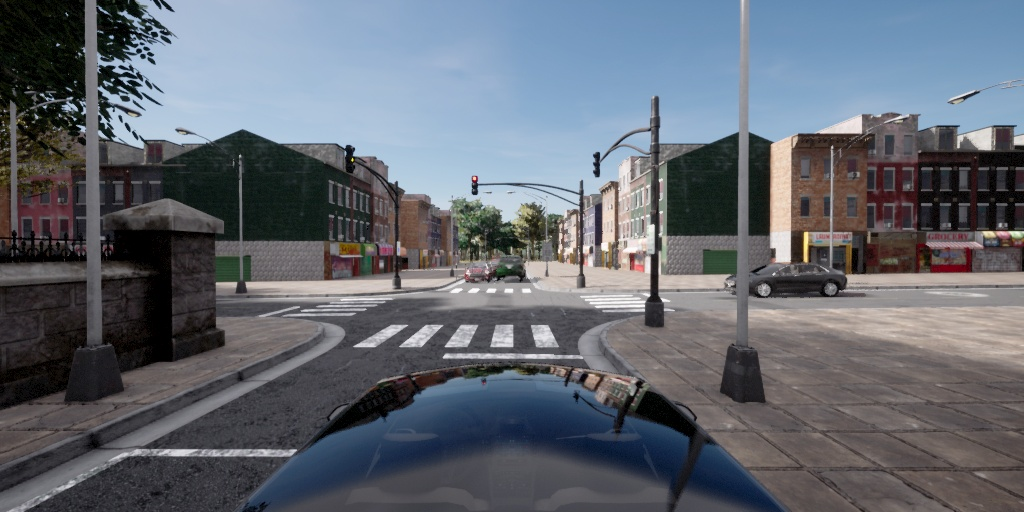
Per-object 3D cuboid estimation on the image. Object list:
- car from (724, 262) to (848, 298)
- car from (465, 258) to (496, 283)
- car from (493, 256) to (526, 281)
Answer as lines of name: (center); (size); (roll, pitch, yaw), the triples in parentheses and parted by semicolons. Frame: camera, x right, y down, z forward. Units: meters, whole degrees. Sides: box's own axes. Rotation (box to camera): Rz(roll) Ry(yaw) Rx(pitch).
car: (12.328, 1.045, 16.327); (4.892, 1.490, 1.837); (-1, 1, 0)
car: (-2.541, 1.199, 28.117); (1.967, 1.591, 4.097); (0, 0, 0)
car: (-0.024, 0.983, 30.532); (2.150, 2.045, 5.566); (0, 0, 3)
